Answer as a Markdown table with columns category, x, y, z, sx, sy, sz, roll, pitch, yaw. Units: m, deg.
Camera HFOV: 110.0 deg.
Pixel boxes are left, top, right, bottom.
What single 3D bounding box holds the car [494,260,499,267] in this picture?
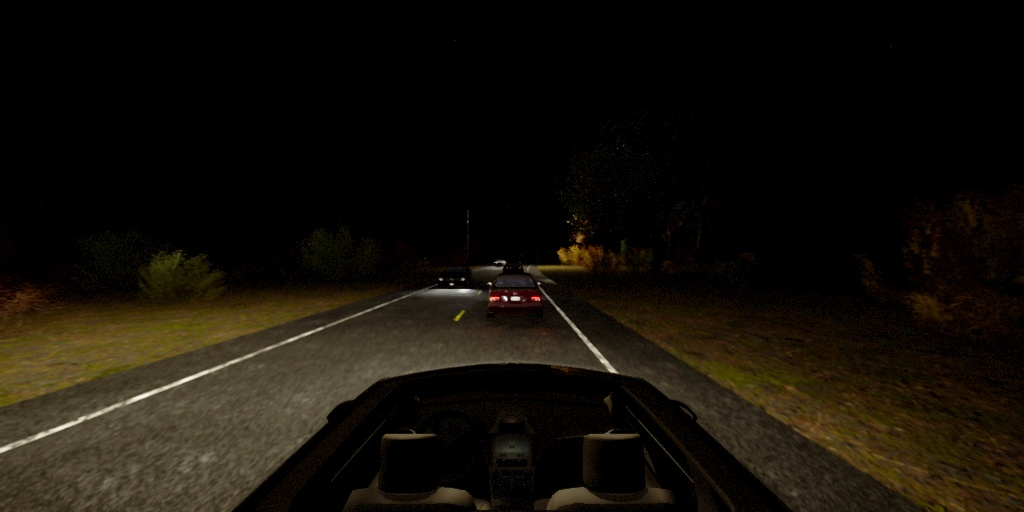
| category | x | y | z | sx | sy | sz | roll | pitch | yaw |
| --- | --- | --- | --- | --- | --- | --- | --- | --- | --- |
| car | -2.192 | 1.352 | 64.974 | 1.895 | 1.301 | 4.718 | 0 | 0 | 5 |

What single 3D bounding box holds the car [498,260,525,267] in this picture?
| category | x | y | z | sx | sy | sz | roll | pitch | yaw |
| --- | --- | --- | --- | --- | --- | --- | --- | --- | --- |
| car | 0.134 | 1.247 | 33.010 | 2.128 | 1.511 | 4.902 | 0 | 0 | 1 |

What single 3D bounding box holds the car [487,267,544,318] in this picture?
| category | x | y | z | sx | sy | sz | roll | pitch | yaw |
| --- | --- | --- | --- | --- | --- | --- | --- | --- | --- |
| car | 0.095 | 1.299 | 13.019 | 2.033 | 1.411 | 5.357 | 0 | 0 | 0 |

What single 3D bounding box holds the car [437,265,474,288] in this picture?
| category | x | y | z | sx | sy | sz | roll | pitch | yaw |
| --- | --- | --- | --- | --- | --- | --- | --- | --- | --- |
| car | -3.606 | 1.301 | 24.035 | 2.033 | 1.411 | 5.357 | 0 | 0 | 0 |
